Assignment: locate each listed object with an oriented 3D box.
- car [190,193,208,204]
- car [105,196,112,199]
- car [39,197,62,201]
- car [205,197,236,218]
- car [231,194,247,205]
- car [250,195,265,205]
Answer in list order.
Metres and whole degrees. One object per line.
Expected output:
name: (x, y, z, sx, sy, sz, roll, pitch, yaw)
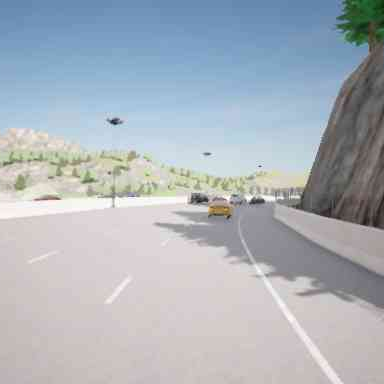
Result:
car: (1.512, 1.232, 64.771, 2.150, 2.045, 5.566, 0, 0, 22)
car: (-15.189, 1.256, 59.511, 1.837, 1.490, 4.892, 1, 0, 18)
car: (-21.610, 1.142, 50.138, 1.882, 1.535, 5.008, 1, 0, 15)
car: (2.721, 1.513, 30.578, 1.882, 1.535, 5.008, 0, 0, 11)
car: (9.029, 1.347, 64.678, 2.150, 2.045, 5.566, 0, 0, 23)
car: (12.721, 1.535, 64.085, 2.097, 1.767, 4.553, 1, 0, 23)
